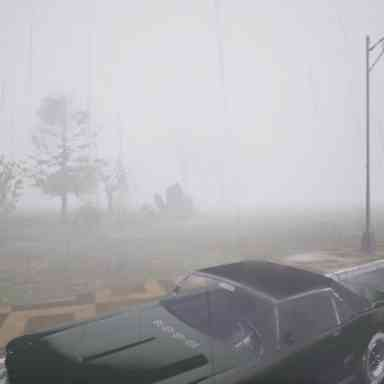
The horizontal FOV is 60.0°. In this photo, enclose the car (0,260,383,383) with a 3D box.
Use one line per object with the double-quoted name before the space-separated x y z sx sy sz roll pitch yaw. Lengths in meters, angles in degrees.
"car" 0.493 1.585 3.733 4.718 1.301 1.895 0 0 -36
